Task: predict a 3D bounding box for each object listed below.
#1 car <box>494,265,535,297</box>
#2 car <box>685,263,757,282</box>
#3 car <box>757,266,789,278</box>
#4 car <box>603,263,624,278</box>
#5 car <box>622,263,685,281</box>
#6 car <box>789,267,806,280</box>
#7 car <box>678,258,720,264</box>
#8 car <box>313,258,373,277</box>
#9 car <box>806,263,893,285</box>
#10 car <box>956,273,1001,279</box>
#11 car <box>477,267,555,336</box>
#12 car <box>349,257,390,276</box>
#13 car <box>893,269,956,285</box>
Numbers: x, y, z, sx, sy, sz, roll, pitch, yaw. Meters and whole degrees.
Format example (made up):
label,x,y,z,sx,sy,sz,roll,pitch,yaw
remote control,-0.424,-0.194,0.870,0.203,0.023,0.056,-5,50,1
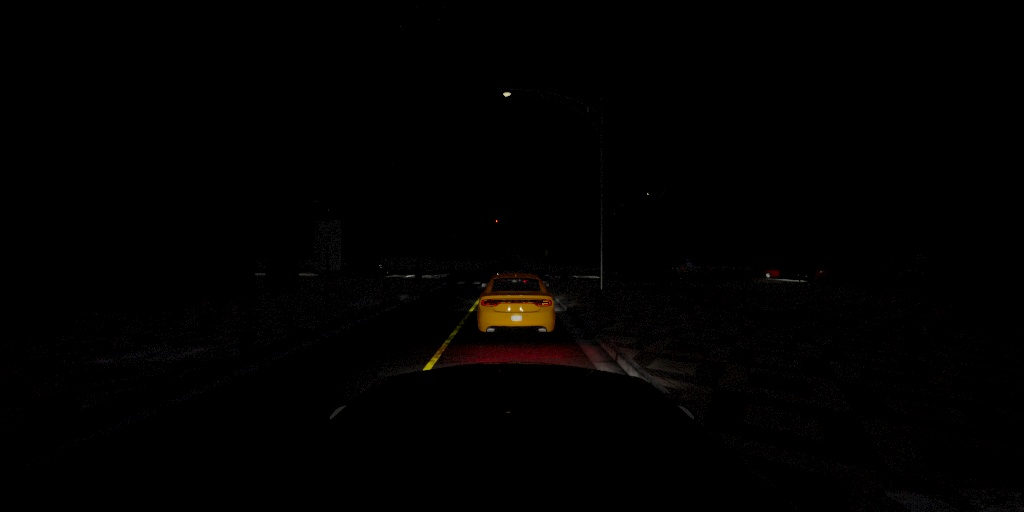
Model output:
label,x,y,z,sx,sy,sz,roll,pitch,yaw
car,0.110,1.296,20.257,2.033,1.411,5.357,0,0,0
car,17.953,1.568,30.981,4.829,1.417,1.751,0,0,0
car,29.083,1.763,39.499,4.507,1.381,1.888,0,0,0
car,11.899,1.454,36.843,4.892,1.490,1.837,1,0,0
car,12.141,1.522,30.985,4.313,1.339,1.948,0,0,0
car,31.882,1.770,36.821,4.892,1.490,1.837,1,0,0
car,18.228,1.271,33.640,5.566,2.045,2.150,1,0,0
car,-14.767,1.115,30.905,4.403,1.370,2.007,0,0,0
car,29.070,1.538,30.974,5.009,1.841,2.192,0,0,0
car,40.364,1.993,30.967,4.207,1.307,1.802,0,0,0
car,0.103,1.227,10.430,1.882,1.535,5.008,0,0,0
car,-13.884,0.927,33.618,4.553,1.767,2.097,1,0,1
car,34.714,1.861,30.970,4.507,1.381,1.888,0,0,0
